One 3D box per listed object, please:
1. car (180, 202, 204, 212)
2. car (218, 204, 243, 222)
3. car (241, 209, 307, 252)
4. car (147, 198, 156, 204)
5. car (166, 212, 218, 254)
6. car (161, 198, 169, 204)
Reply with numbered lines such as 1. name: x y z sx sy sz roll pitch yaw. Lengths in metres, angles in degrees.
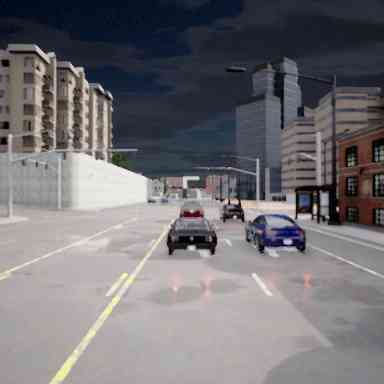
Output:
1. car: -0.012 1.625 29.079 2.097 1.767 4.553 0 -1 0
2. car: 3.490 1.784 29.307 1.837 1.490 4.892 0 0 0
3. car: 3.499 1.662 14.397 1.812 1.442 4.674 0 0 0
4. car: -10.546 2.367 86.533 1.994 1.385 4.181 0 -1 0
5. car: -0.005 1.735 14.102 1.895 1.301 4.718 0 0 0
6. car: -7.046 2.292 86.536 1.882 1.535 5.008 0 -1 0
